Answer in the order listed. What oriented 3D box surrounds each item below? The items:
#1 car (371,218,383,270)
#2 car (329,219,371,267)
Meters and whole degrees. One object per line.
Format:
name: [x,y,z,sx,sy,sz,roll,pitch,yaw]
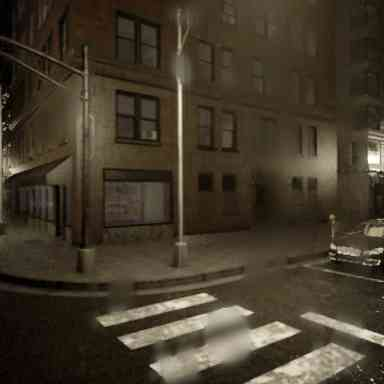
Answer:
car: [6.381,1.330,7.624,4.553,1.767,2.097,0,0,-35]
car: [6.138,1.540,10.572,4.403,1.369,2.008,0,0,-35]
